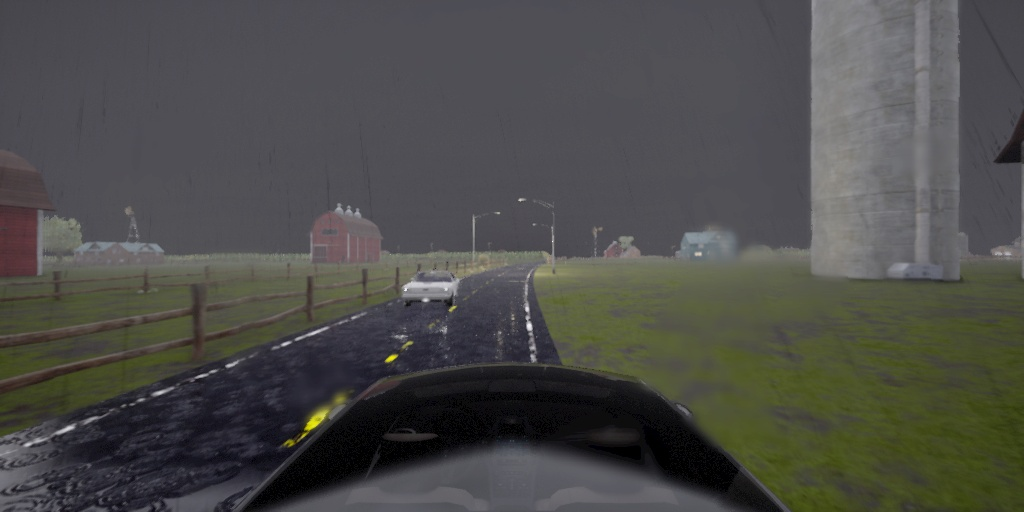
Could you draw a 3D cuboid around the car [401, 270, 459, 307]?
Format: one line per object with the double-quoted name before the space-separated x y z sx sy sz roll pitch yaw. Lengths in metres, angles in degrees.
"car" -3.312 1.287 15.171 1.895 1.301 4.718 0 0 -5
